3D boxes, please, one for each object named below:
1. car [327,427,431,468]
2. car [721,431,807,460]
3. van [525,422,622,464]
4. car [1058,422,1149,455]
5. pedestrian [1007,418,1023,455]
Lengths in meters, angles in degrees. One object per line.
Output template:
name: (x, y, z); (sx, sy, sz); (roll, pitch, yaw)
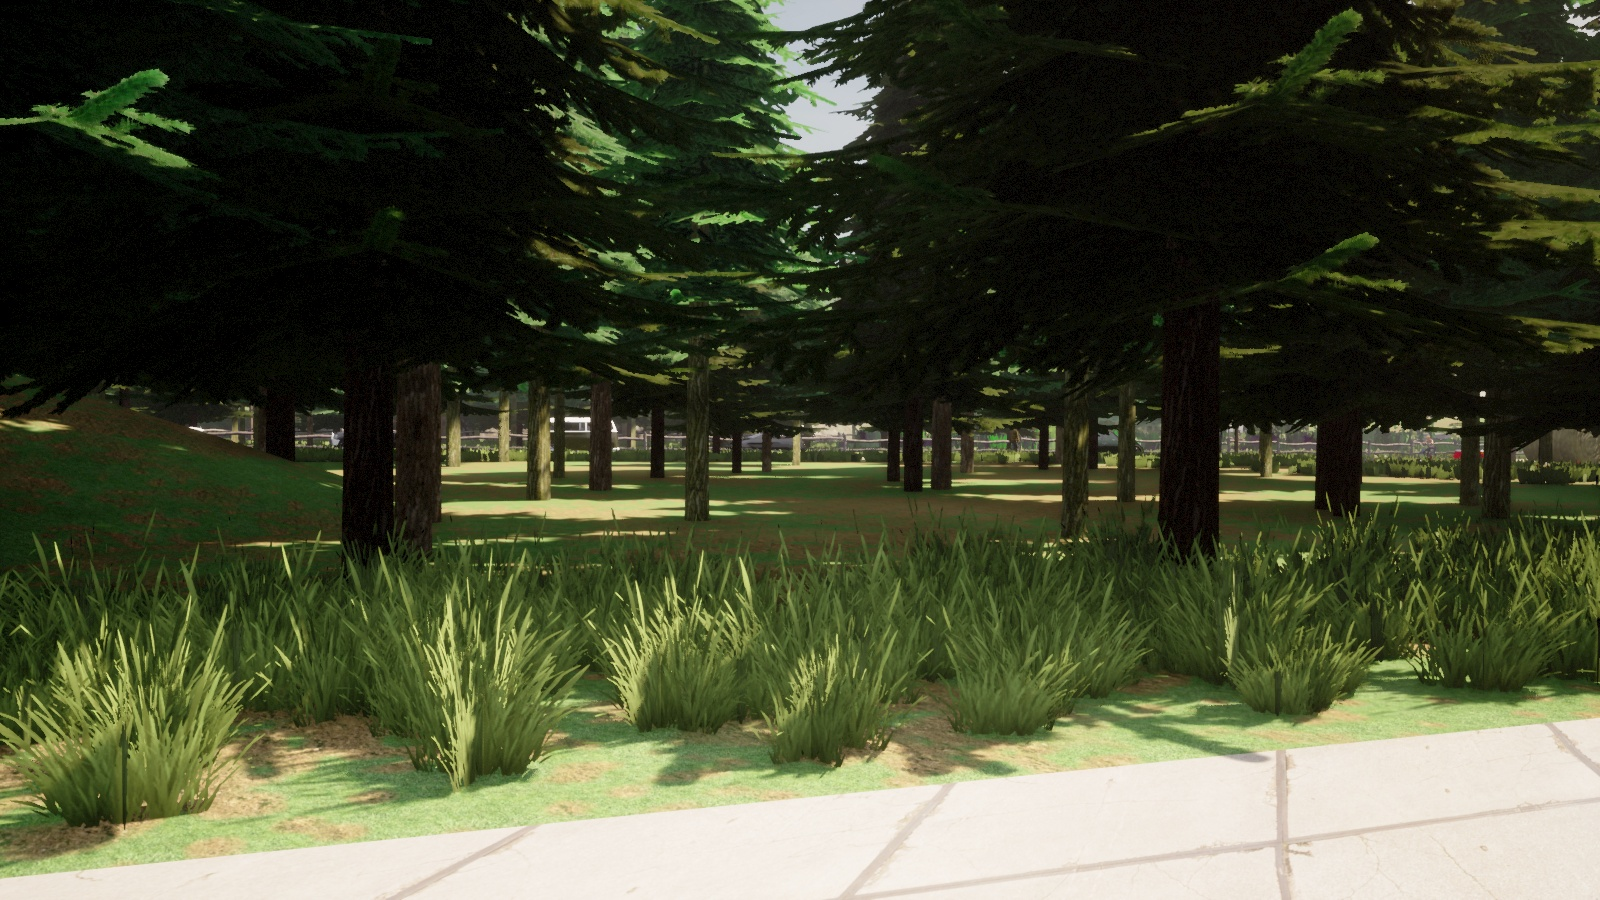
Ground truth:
car: (-20.162, -0.146, 60.132); (4.605, 1.855, 1.932); (-1, 1, -21)
car: (-1.922, -0.259, 67.069); (4.193, 1.474, 1.816); (-1, 1, -21)
van: (-11.461, -0.387, 63.432); (4.480, 2.038, 2.069); (-1, 1, -21)
car: (16.966, -0.678, 70.239); (4.553, 1.767, 2.097); (-1, 1, -19)
pedestrian: (10.844, -0.697, 63.306); (0.726, 1.835, 0.370); (-1, 1, -13)
